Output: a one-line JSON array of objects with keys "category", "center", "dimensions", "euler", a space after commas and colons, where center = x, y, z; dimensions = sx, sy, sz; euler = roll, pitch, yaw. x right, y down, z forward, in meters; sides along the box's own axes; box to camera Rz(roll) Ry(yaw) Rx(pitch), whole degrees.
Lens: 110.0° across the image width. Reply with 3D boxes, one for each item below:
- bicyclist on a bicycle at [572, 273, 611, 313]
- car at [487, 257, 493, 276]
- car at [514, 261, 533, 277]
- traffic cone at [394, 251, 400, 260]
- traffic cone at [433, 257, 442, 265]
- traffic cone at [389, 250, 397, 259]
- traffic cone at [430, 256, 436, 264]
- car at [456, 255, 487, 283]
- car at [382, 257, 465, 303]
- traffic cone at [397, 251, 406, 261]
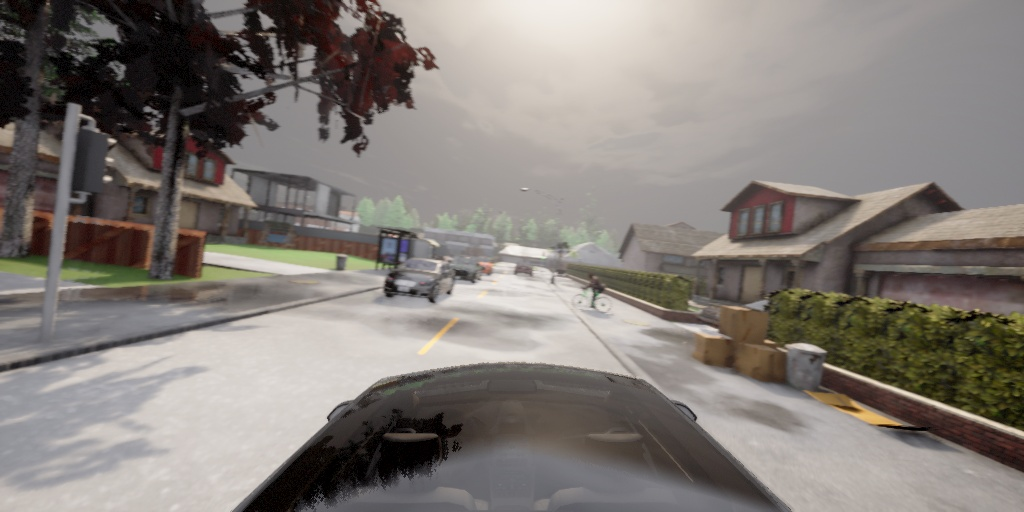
[{"category": "bicyclist on a bicycle", "center": [3.345, 1.520, 14.851], "dimensions": [1.656, 1.620, 0.582], "euler": [7, 0, 1]}, {"category": "car", "center": [-2.952, 0.812, 34.379], "dimensions": [2.097, 1.767, 4.553], "euler": [7, 0, 2]}, {"category": "car", "center": [1.385, 1.346, 41.779], "dimensions": [2.097, 1.767, 4.553], "euler": [7, 0, 1]}, {"category": "traffic cone", "center": [-14.444, -0.075, 45.542], "dimensions": [0.344, 0.586, 0.344], "euler": [0, 0, 1]}, {"category": "traffic cone", "center": [-8.447, 0.670, 40.456], "dimensions": [0.344, 0.586, 0.344], "euler": [0, 0, 1]}, {"category": "traffic cone", "center": [-15.454, -0.169, 46.568], "dimensions": [0.344, 0.586, 0.344], "euler": [0, 0, 1]}, {"category": "traffic cone", "center": [-9.145, 0.559, 40.994], "dimensions": [0.344, 0.586, 0.344], "euler": [0, 0, 1]}, {"category": "car", "center": [-3.230, 0.758, 24.214], "dimensions": [2.097, 1.767, 4.553], "euler": [7, 0, 2]}, {"category": "car", "center": [-3.503, 0.846, 14.351], "dimensions": [2.128, 1.511, 4.902], "euler": [7, 0, 1]}, {"category": "traffic cone", "center": [-13.888, -0.006, 45.166], "dimensions": [0.344, 0.586, 0.344], "euler": [0, 0, 1]}]
